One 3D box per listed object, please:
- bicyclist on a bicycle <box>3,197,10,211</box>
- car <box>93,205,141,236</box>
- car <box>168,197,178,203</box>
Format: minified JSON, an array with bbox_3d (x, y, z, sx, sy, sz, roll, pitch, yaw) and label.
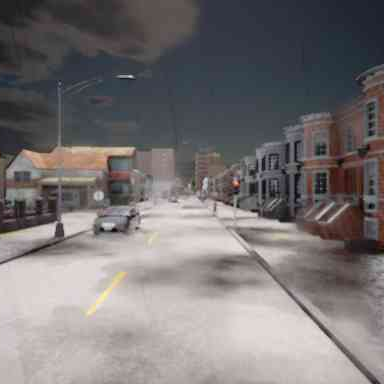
[{"bbox_3d":[-21.573,1.395,38.640,0.582,1.620,1.656,0,0,0],"label":"bicyclist on a bicycle"},{"bbox_3d":[-4.044,1.514,18.541,2.128,1.511,4.902,0,0,1],"label":"car"},{"bbox_3d":[-3.973,1.842,69.892,2.033,1.411,5.357,0,0,0],"label":"car"}]
